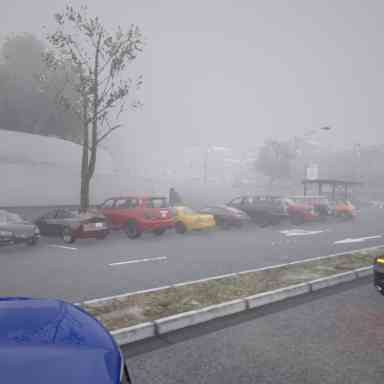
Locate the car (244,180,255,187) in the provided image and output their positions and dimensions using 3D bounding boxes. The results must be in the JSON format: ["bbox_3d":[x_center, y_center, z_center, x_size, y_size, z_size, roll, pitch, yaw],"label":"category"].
[{"bbox_3d":[14.293,-1.811,73.893,1.946,1.575,5.366,7,3,35],"label":"car"}]

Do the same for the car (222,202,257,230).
[{"bbox_3d":[1.370,1.549,21.121,4.674,1.452,2.002,-1,-1,35],"label":"car"}]

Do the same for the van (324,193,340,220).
[{"bbox_3d":[8.860,1.297,26.238,4.442,1.987,1.878,-1,-1,35],"label":"van"}]

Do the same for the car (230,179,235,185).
[{"bbox_3d":[10.729,-2.316,78.683,2.002,1.452,4.674,7,3,35],"label":"car"}]

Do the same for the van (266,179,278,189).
[{"bbox_3d":[17.586,-1.490,68.683,1.878,1.987,4.442,7,4,35],"label":"van"}]

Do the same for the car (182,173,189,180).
[{"bbox_3d":[0.279,-4.084,93.410,2.185,1.767,4.553,4,1,34],"label":"car"}]

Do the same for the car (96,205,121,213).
[{"bbox_3d":[-6.012,1.524,15.936,4.792,1.488,2.163,-1,-1,35],"label":"car"}]

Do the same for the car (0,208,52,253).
[{"bbox_3d":[-8.436,1.493,14.194,4.892,1.521,2.231,-1,-1,35],"label":"car"}]

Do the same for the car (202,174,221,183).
[{"bbox_3d":[5.640,-3.175,86.203,1.946,1.575,5.366,7,3,34],"label":"car"}]

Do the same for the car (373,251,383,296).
[{"bbox_3d":[5.853,1.515,7.278,4.892,1.490,1.837,0,0,-35],"label":"car"}]

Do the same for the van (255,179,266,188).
[{"bbox_3d":[15.862,-1.763,71.158,1.878,1.987,4.442,7,4,35],"label":"van"}]

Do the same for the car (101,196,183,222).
[{"bbox_3d":[-3.564,1.248,17.676,5.566,2.045,2.435,-1,-1,35],"label":"car"}]

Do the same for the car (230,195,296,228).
[{"bbox_3d":[3.801,1.263,22.873,5.566,2.045,2.435,-1,-1,35],"label":"car"}]

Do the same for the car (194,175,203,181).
[{"bbox_3d":[3.793,-3.698,88.467,2.435,2.045,5.566,7,3,34],"label":"car"}]

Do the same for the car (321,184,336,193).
[{"bbox_3d":[24.536,-0.425,58.921,2.435,2.045,5.566,7,3,35],"label":"car"}]

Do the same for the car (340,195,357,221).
[{"bbox_3d":[11.272,1.404,27.983,4.553,1.767,2.185,-1,-1,35],"label":"car"}]

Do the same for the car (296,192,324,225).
[{"bbox_3d":[6.318,1.267,24.573,5.566,2.045,2.435,-1,-1,35],"label":"car"}]

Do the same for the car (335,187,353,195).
[{"bbox_3d":[26.222,0.137,56.445,2.002,1.452,4.674,7,3,35],"label":"car"}]

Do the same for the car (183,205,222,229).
[{"bbox_3d":[-1.240,1.503,19.499,5.366,1.575,1.946,-1,-1,35],"label":"car"}]

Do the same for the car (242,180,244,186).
[{"bbox_3d":[12.467,-2.043,76.217,2.002,1.452,4.674,7,4,35],"label":"car"}]

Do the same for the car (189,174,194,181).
[{"bbox_3d":[2.004,-3.849,90.936,2.185,1.767,4.553,6,3,34],"label":"car"}]

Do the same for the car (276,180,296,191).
[{"bbox_3d":[19.341,-0.991,66.317,2.231,1.521,4.892,7,3,35],"label":"car"}]

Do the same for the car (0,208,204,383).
[{"bbox_3d":[-2.841,1.221,1.110,5.566,2.045,2.150,0,0,-35],"label":"car"}]
